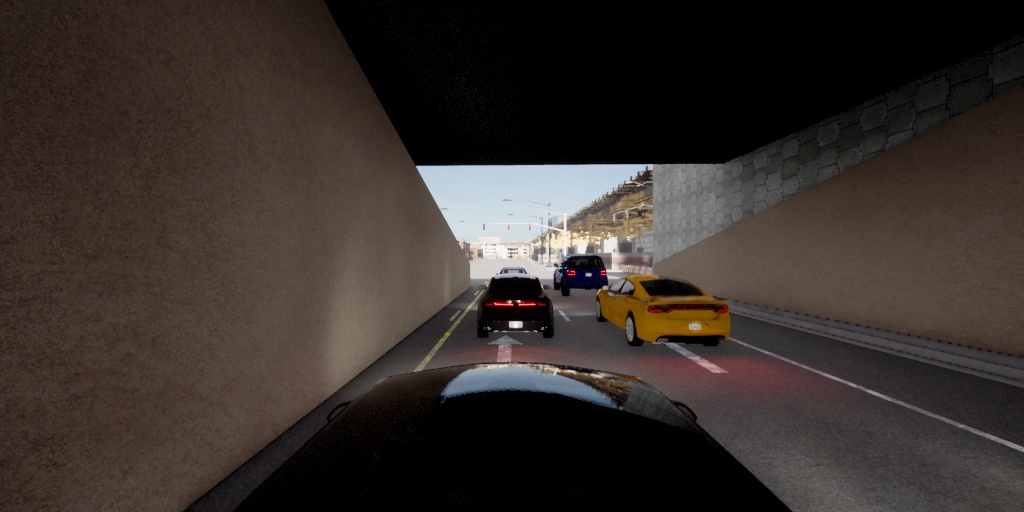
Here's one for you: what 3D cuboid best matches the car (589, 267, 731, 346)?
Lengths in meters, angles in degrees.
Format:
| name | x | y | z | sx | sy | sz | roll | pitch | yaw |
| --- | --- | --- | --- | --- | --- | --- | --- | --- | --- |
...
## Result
| name | x | y | z | sx | sy | sz | roll | pitch | yaw |
| --- | --- | --- | --- | --- | --- | --- | --- | --- | --- |
| car | 3.578 | 1.228 | 9.478 | 1.882 | 1.535 | 5.008 | 0 | 0 | 0 |

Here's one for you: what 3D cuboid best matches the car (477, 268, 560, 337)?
| name | x | y | z | sx | sy | sz | roll | pitch | yaw |
| --- | --- | --- | --- | --- | --- | --- | --- | --- | --- |
| car | 0.081 | 1.255 | 10.279 | 1.837 | 1.490 | 4.892 | 0 | 0 | 0 |

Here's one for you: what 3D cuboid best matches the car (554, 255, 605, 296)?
| name | x | y | z | sx | sy | sz | roll | pitch | yaw |
| --- | --- | --- | --- | --- | --- | --- | --- | --- | --- |
| car | 3.578 | 0.971 | 19.448 | 2.150 | 2.045 | 5.566 | 0 | 0 | 0 |
